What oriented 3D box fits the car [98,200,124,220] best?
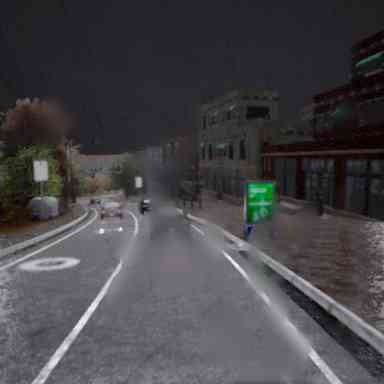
[{"bbox_3d":[-6.978,1.588,29.085,1.812,1.442,4.674,-1,0,-13],"label":"car"}]

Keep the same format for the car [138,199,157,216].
[{"bbox_3d":[-4.624,1.463,35.114,1.882,1.535,5.008,-2,0,-14],"label":"car"}]

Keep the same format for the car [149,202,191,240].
[{"bbox_3d":[-1.157,1.481,17.035,1.837,1.490,4.892,-1,0,-7],"label":"car"}]

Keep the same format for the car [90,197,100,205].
[{"bbox_3d":[-19.864,1.808,68.423,2.128,1.511,4.902,-2,0,-20],"label":"car"}]
